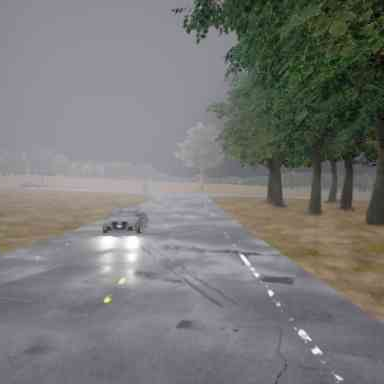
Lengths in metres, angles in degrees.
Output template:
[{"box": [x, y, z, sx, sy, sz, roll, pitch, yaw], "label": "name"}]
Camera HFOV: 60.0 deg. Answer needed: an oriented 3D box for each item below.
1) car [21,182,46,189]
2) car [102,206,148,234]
[{"box": [-37.081, -1.543, 77.705, 5.357, 1.411, 2.033, 2, 2, 1], "label": "car"}, {"box": [-3.614, 1.490, 18.565, 1.994, 1.385, 4.181, 0, 1, 0], "label": "car"}]
